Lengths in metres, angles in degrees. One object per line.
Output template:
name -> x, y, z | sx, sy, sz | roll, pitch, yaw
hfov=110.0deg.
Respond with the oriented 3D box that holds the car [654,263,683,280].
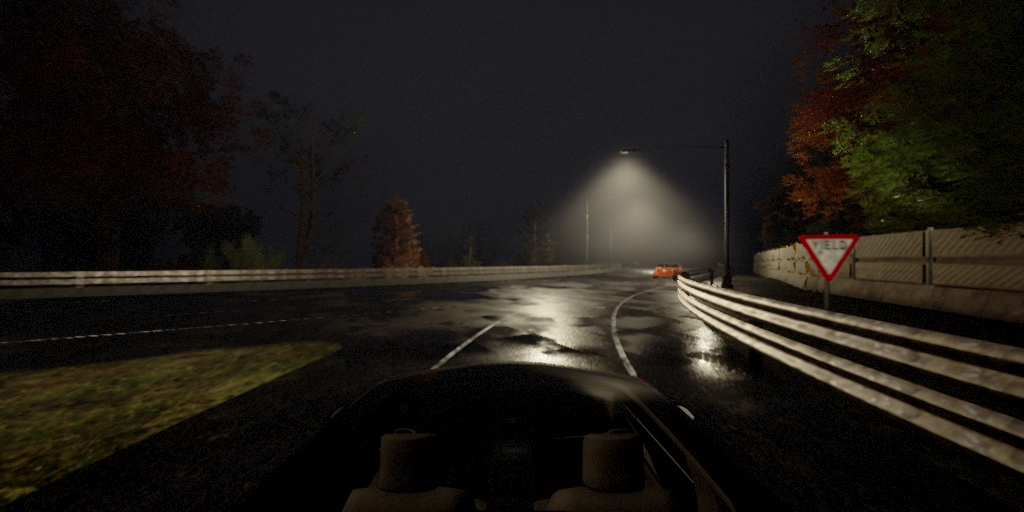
car -> 16.297, 1.499, 37.172 | 2.097, 1.767, 4.553 | 0, -1, 36
